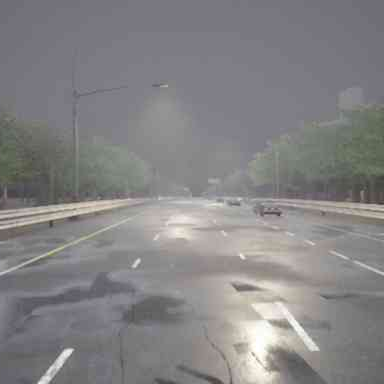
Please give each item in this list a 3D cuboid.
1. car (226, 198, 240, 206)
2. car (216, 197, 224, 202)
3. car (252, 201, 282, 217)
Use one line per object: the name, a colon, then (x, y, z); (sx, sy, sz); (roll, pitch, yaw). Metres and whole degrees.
car: (7.114, 1.715, 57.702); (1.994, 1.385, 4.181); (0, -1, 0)
car: (7.315, 2.029, 87.789); (1.812, 1.442, 4.674); (0, -1, 0)
car: (7.023, 1.560, 31.384); (2.033, 1.411, 5.357); (0, 0, 0)
